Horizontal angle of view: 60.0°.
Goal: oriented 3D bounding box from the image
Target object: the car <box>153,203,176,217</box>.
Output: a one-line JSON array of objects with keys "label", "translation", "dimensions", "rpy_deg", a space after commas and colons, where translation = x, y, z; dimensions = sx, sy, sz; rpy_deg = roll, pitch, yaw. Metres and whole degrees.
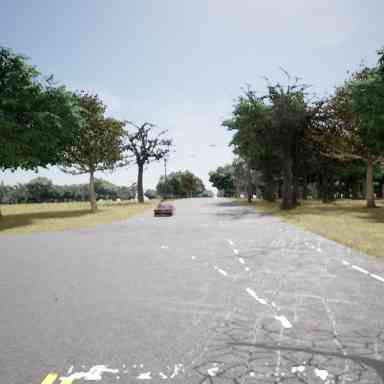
[{"label": "car", "translation": [-2.724, 1.768, 33.708], "dimensions": [1.895, 1.301, 4.718], "rpy_deg": [-1, 1, 2]}]
